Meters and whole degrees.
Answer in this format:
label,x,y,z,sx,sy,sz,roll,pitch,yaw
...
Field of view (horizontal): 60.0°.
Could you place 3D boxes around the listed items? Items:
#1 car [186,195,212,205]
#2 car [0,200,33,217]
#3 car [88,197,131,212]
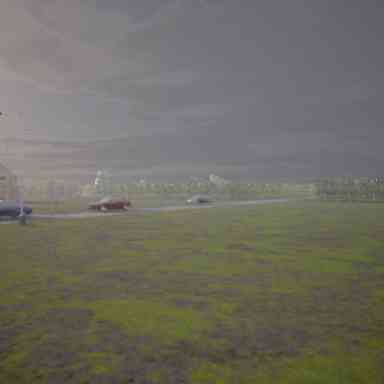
label,x,y,z,sx,sy,sz,roll,pitch,yaw
car,1.045,1.148,48.762,2.128,1.511,4.902,0,0,37
car,-15.344,1.416,26.892,1.812,1.442,4.674,0,0,36
car,-8.785,1.274,35.696,1.882,1.535,5.008,0,0,37
